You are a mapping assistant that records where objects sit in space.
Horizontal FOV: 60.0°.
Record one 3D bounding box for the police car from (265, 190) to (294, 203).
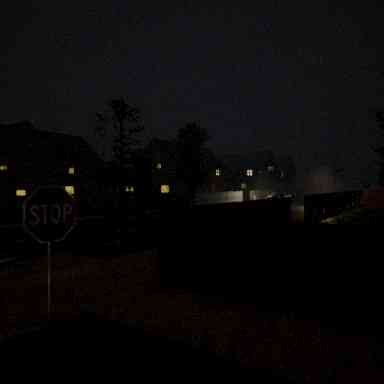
[{"bbox_3d":[9.858,0.603,37.537,2.038,1.542,4.974,-1,1,36],"label":"police car"}]
